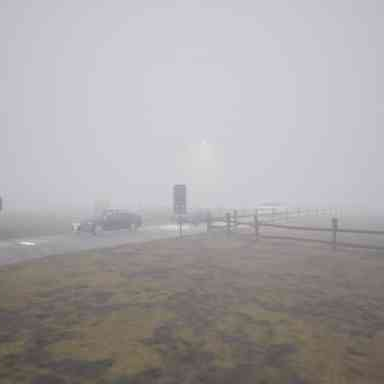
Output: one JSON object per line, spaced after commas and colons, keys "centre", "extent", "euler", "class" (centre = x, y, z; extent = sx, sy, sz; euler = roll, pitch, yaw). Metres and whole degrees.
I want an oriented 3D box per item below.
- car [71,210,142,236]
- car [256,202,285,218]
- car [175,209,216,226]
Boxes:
{"centre": [-5.332, 1.884, 21.259], "extent": [2.128, 1.511, 4.902], "euler": [-1, -2, 35], "class": "car"}
{"centre": [10.213, 2.266, 43.182], "extent": [2.150, 2.045, 5.566], "euler": [-1, -2, 36], "class": "car"}
{"centre": [0.340, 2.186, 29.258], "extent": [1.994, 1.385, 4.181], "euler": [-1, -2, 36], "class": "car"}
